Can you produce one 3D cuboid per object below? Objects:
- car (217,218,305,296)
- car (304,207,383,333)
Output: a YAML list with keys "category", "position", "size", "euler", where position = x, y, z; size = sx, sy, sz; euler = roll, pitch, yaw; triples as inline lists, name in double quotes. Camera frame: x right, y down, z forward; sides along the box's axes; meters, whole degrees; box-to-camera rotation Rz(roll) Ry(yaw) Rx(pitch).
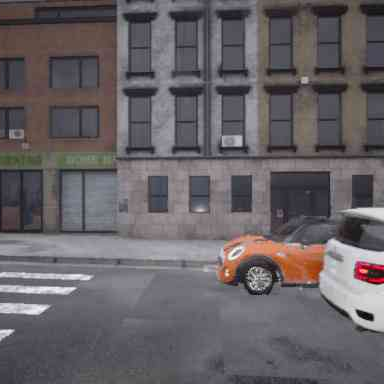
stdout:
- category: "car"
  position: [2.910, 1.410, 8.166]
  size: [4.553, 1.767, 2.097]
  euler: [1, 0, 3]
- category: "car"
  position: [4.913, 1.301, 5.107]
  size: [5.566, 2.045, 2.150]
  euler: [1, 0, 3]
